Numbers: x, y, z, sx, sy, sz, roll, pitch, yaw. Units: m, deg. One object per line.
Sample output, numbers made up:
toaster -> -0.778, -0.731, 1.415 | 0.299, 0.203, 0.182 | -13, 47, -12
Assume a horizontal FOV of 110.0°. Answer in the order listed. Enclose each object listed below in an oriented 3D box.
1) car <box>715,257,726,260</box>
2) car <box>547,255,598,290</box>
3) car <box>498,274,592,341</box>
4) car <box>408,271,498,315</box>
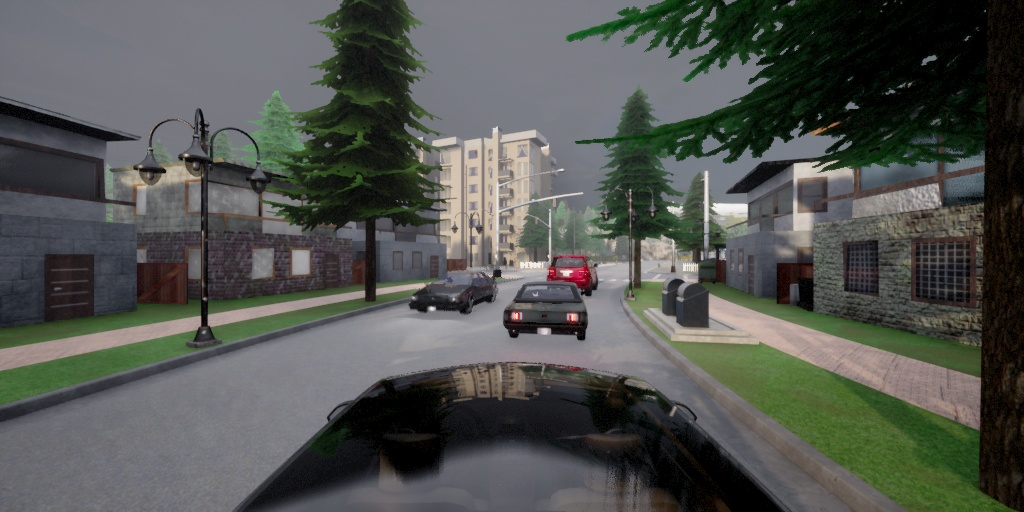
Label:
car -> 21.133, 0.988, 32.772 | 5.566, 2.045, 2.150 | 0, 0, 27
car -> 3.376, 0.971, 19.486 | 2.150, 2.045, 5.566 | 0, 0, 18
car -> 1.074, 1.351, 9.992 | 1.895, 1.301, 4.718 | 0, 0, 9
car -> -1.969, 1.297, 14.013 | 2.033, 1.411, 5.357 | 0, 0, 13
